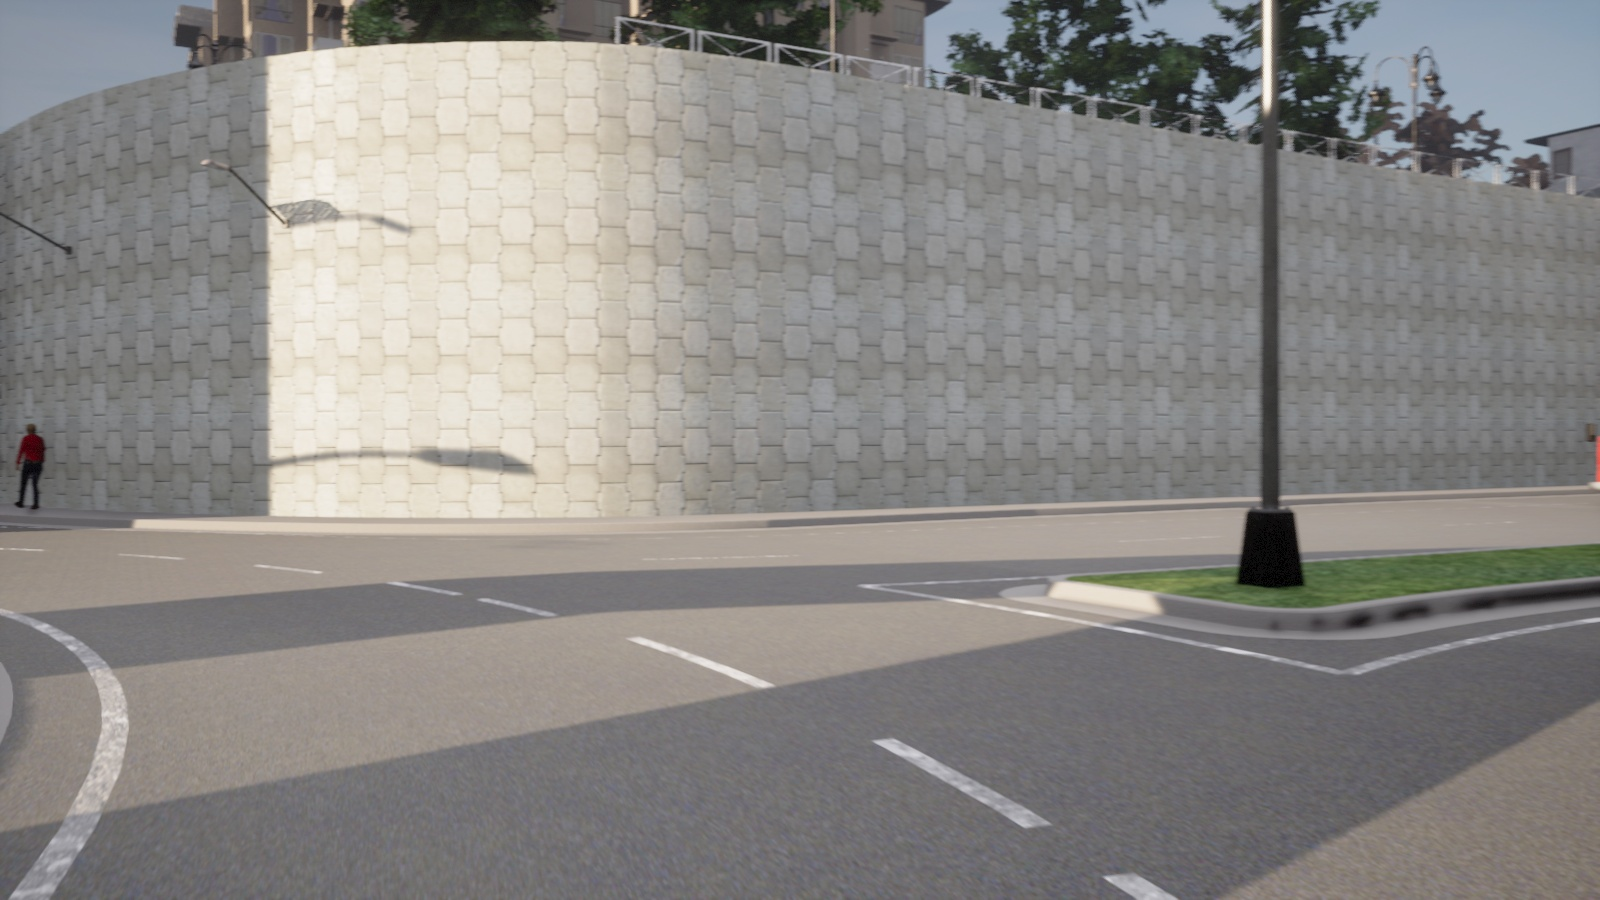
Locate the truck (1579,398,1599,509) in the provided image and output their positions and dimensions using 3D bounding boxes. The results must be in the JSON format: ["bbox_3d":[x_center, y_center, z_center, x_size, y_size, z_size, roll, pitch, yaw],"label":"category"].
[{"bbox_3d":[20.583,0.068,28.483,5.204,2.467,2.627,0,0,-27],"label":"truck"}]

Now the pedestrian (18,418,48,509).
[{"bbox_3d":[-15.868,0.277,25.981,0.636,1.846,0.331,0,0,40],"label":"pedestrian"}]
